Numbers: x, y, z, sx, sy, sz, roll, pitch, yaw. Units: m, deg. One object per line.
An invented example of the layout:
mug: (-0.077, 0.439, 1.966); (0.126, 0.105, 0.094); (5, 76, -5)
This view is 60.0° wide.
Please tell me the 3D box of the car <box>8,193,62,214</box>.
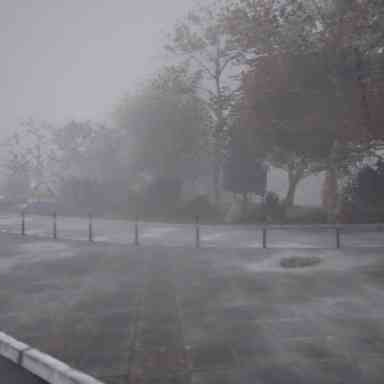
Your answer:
car: (-15.580, 1.299, 33.754); (2.185, 1.767, 4.553); (1, 0, 34)

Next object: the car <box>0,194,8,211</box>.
car: (-20.323, 1.187, 37.058); (2.435, 2.045, 5.566); (0, 0, 34)
